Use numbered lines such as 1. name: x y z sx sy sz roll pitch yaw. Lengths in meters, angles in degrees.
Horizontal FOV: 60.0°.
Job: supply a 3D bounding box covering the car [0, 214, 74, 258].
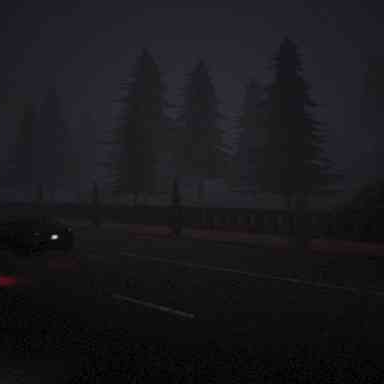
1. car: -6.489 1.568 12.932 4.181 1.385 1.994 0 0 36
